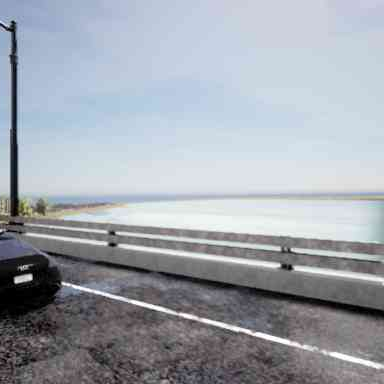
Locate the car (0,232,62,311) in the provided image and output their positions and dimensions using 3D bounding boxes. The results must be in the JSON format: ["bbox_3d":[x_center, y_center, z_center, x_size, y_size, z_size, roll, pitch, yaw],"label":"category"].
[{"bbox_3d":[-4.817,1.619,7.470,4.181,1.385,1.994,0,0,36],"label":"car"}]
